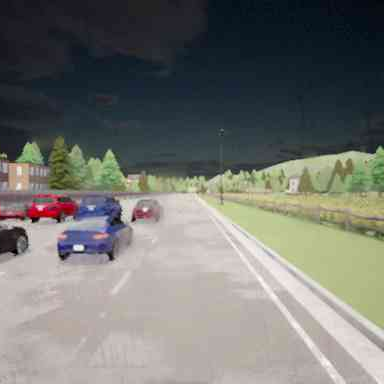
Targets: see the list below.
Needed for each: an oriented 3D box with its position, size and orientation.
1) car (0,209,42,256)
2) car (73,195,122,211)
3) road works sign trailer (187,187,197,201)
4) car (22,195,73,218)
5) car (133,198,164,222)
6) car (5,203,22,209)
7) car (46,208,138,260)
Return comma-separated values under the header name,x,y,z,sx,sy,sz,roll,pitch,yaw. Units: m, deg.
name,x,y,z,sx,sy,sz,roll,pitch,yaw
car,-6.936,1.494,10.317,2.128,1.511,4.902,0,0,0
car,-6.928,1.229,25.611,2.150,2.045,5.566,0,0,1
road works sign trailer,0.028,0.478,83.663,2.380,3.560,2.880,0,0,0
car,-10.428,1.229,25.610,2.150,2.045,5.566,0,0,0
car,-3.424,1.355,26.487,2.097,1.767,4.553,0,0,0
car,-13.919,1.569,27.483,1.994,1.385,4.181,0,0,0
car,-3.423,1.528,12.342,1.812,1.442,4.674,0,0,0
